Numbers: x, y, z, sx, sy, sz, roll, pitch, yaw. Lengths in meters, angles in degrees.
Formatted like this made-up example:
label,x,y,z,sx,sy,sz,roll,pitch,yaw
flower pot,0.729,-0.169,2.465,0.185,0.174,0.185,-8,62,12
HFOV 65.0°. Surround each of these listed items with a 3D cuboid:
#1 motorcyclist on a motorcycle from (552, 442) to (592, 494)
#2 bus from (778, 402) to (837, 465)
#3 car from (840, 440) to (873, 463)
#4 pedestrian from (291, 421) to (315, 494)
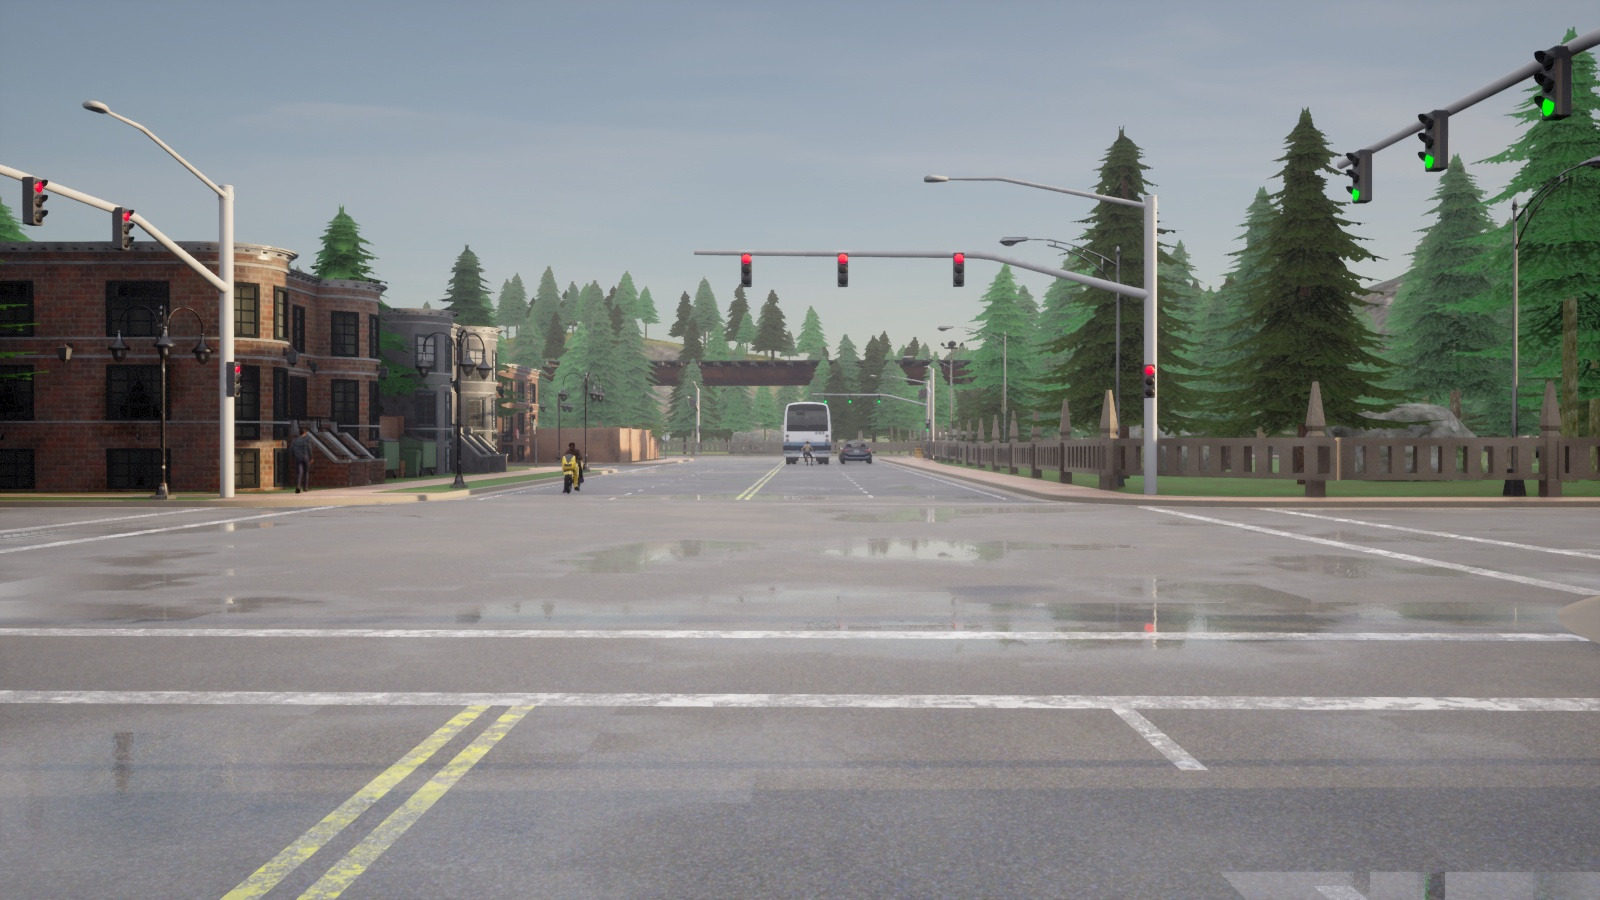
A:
label,x,y,z,sx,sy,sz,roll,pitch,yaw
motorcyclist on a motorcycle,-6.774,0.512,37.430,0.797,1.523,2.044,0,0,0
bus,0.524,-1.136,89.810,3.944,4.253,10.273,0,0,0
car,4.025,0.083,90.635,2.242,1.667,4.611,0,0,1
pedestrian,-13.373,0.203,33.780,0.423,1.949,0.788,0,0,-7
